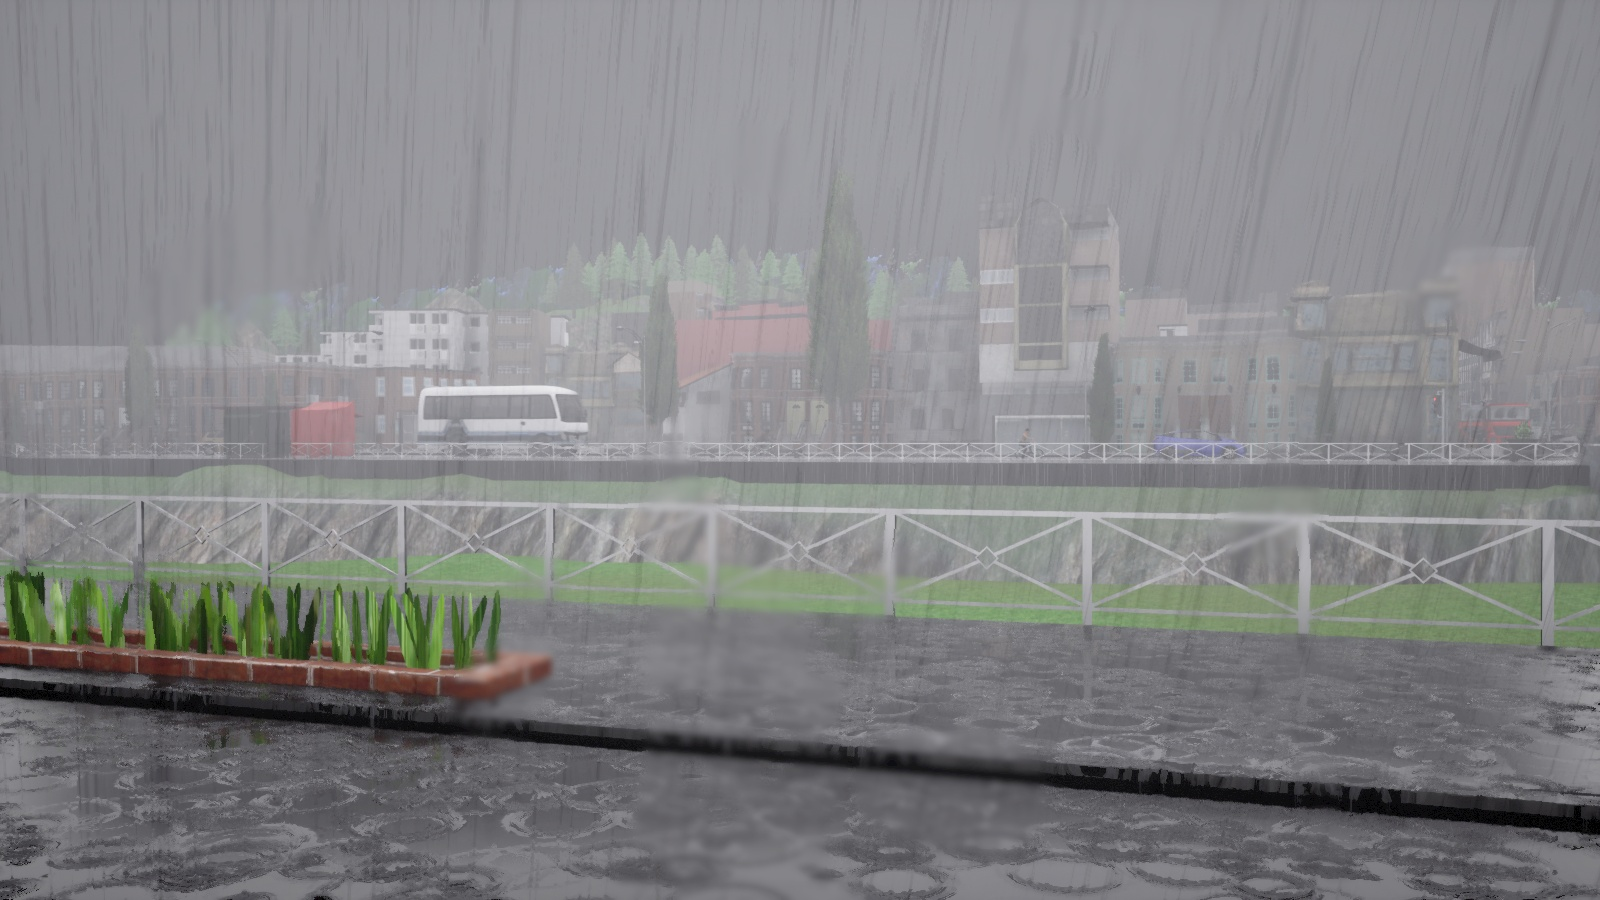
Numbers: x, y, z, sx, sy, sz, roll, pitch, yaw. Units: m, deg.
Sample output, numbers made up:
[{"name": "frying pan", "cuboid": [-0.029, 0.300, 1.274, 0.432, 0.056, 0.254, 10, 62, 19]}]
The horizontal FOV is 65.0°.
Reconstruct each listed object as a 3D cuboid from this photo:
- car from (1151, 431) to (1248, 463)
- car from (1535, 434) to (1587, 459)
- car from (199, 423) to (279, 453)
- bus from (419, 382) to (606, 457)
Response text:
[{"name": "car", "cuboid": [19.760, -0.148, 62.185, 4.514, 1.525, 2.007, 1, 1, 18]}, {"name": "car", "cuboid": [46.844, -0.223, 77.386, 1.816, 1.474, 4.193, 1, 1, 19]}, {"name": "car", "cuboid": [-36.197, -0.789, 80.982, 4.605, 1.855, 1.932, 1, 1, 19]}, {"name": "bus", "cuboid": [-17.063, -1.808, 74.537, 10.273, 4.253, 3.944, 1, 1, 19]}]
